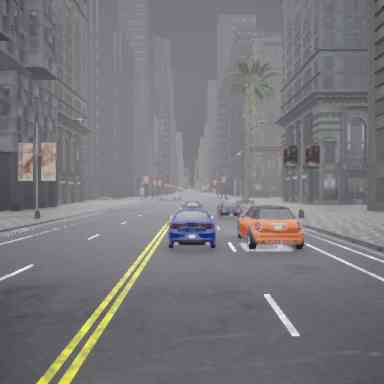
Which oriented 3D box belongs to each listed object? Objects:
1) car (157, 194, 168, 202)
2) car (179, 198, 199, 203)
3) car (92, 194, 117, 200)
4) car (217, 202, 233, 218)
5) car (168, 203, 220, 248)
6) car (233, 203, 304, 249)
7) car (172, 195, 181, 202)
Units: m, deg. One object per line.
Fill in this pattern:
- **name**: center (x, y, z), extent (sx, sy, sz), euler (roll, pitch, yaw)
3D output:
- **car**: center (-6.500, 1.238, 74.000), extent (2.097, 1.767, 4.553), euler (0, 0, 0)
- **car**: center (0.000, 1.500, 29.651), extent (1.812, 1.442, 4.674), euler (0, 0, 0)
- **car**: center (-23.842, 1.690, 90.854), extent (4.829, 1.417, 1.752), euler (-1, 1, 0)
- **car**: center (3.250, 1.584, 29.681), extent (1.895, 1.301, 4.718), euler (0, 0, 0)
- **car**: center (0.000, 1.470, 14.650), extent (1.882, 1.535, 5.008), euler (0, 0, 0)
- **car**: center (3.250, 1.351, 14.620), extent (2.097, 1.767, 4.553), euler (0, 0, 0)
- **car**: center (-3.250, 1.407, 73.970), extent (1.812, 1.442, 4.674), euler (0, 0, 0)
